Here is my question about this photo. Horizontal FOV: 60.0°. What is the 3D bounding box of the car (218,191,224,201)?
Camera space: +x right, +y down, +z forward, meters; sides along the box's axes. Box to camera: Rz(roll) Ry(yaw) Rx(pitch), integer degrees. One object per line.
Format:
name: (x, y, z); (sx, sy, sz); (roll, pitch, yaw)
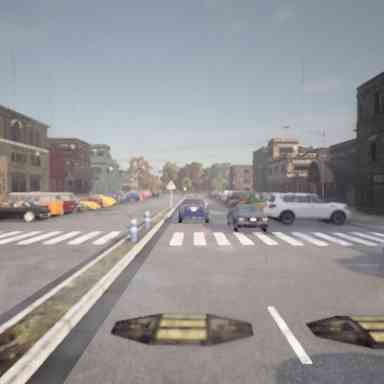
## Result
car: (7.711, 0.827, 55.551); (5.566, 2.045, 2.435); (0, 0, 0)

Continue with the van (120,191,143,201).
van: (-12.387, 0.769, 68.123); (4.442, 1.987, 1.878); (0, 0, 0)

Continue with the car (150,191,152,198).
car: (-12.484, 1.000, 79.114); (4.674, 1.452, 2.002); (0, 0, 0)

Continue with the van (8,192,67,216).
van: (-12.685, 1.046, 26.437); (4.442, 1.987, 1.878); (0, 0, 0)

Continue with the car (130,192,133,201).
car: (-12.522, 1.105, 54.230); (4.674, 1.452, 2.002); (0, 0, 0)

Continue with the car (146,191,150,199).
car: (-12.471, 0.733, 70.900); (5.566, 2.045, 2.435); (0, 0, 0)

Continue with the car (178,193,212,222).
car: (0.118, 1.195, 24.428); (2.097, 1.767, 4.553); (0, 1, 0)

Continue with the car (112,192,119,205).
car: (-12.538, 1.142, 43.115); (5.008, 1.535, 2.097); (0, 0, 0)

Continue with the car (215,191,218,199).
car: (7.684, 1.018, 66.581); (4.892, 1.521, 2.231); (0, 0, 0)

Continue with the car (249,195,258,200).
car: (7.656, 1.294, 27.854); (5.008, 1.535, 2.097); (0, 0, 0)

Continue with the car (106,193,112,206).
car: (-12.578, 1.038, 40.333); (4.553, 1.767, 2.185); (0, 0, 0)

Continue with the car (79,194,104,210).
car: (-12.370, 1.205, 34.776); (5.366, 1.575, 1.946); (0, 0, 0)

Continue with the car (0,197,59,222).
car: (-12.566, 1.294, 23.658); (4.892, 1.521, 2.231); (0, 0, 0)

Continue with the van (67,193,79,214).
van: (-12.680, 1.025, 29.216); (4.442, 1.987, 1.878); (0, 0, 0)

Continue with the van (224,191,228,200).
van: (7.797, 0.871, 52.793); (4.442, 1.987, 1.878); (0, 0, 0)

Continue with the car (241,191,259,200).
car: (7.692, 1.020, 30.734); (5.566, 2.045, 2.435); (0, 1, 0)

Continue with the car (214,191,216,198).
car: (7.878, 1.002, 69.337); (5.366, 1.575, 1.946); (0, 0, 0)

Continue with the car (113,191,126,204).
car: (-12.502, 0.975, 48.669); (4.553, 1.767, 2.185); (0, 0, 0)

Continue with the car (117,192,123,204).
car: (-12.544, 1.122, 45.892); (4.892, 1.521, 2.231); (0, 0, 0)

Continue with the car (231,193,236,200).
car: (7.669, 1.218, 41.767); (4.674, 1.452, 2.002); (0, 0, 0)

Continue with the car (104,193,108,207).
car: (-12.545, 1.185, 37.555); (5.008, 1.535, 2.097); (0, 0, 0)

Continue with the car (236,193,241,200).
car: (7.673, 1.224, 36.252); (5.008, 1.535, 2.097); (0, 0, 0)

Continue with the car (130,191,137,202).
car: (-12.515, 1.050, 57.008); (4.892, 1.521, 2.231); (0, 0, 0)

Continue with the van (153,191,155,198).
van: (-12.361, 0.722, 84.795); (4.442, 1.987, 1.878); (0, 0, 0)

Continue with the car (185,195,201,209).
car: (0.130, 1.183, 40.986); (1.882, 1.535, 5.008); (0, 0, 0)

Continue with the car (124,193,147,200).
car: (-12.488, 0.976, 73.682); (4.892, 1.521, 2.231); (0, 0, 0)

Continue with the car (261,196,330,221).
car: (7.690, 1.191, 25.096); (4.553, 1.767, 2.185); (0, 0, 0)

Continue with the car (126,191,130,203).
car: (-12.498, 0.957, 51.449); (4.553, 1.767, 2.185); (0, 0, 0)

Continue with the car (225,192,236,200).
car: (7.489, 1.154, 44.524); (5.366, 1.575, 1.946); (0, 0, 0)

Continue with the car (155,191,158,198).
car: (-12.502, 0.694, 87.576); (5.566, 2.045, 2.435); (0, 0, 0)

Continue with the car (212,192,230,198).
car: (7.676, 0.822, 88.636); (4.553, 1.767, 2.185); (0, 0, 0)

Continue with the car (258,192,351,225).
car: (7.686, 1.086, 22.460); (5.566, 2.045, 2.435); (0, 0, 0)

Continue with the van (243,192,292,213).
van: (7.549, 1.022, 33.492); (4.442, 1.987, 1.878); (0, 0, 0)

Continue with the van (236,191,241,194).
van: (7.787, 0.975, 39.008); (4.442, 1.987, 1.878); (0, 0, 0)

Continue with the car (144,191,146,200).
car: (-12.322, 1.004, 65.344); (5.366, 1.575, 1.946); (0, 0, 0)

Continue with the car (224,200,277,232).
car: (3.117, 1.428, 19.345); (2.033, 1.411, 5.357); (0, 0, 0)

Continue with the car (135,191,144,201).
car: (-12.484, 0.768, 62.565); (5.566, 2.045, 2.435); (0, 0, 0)

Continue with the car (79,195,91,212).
car: (-12.562, 1.270, 31.997); (4.674, 1.452, 2.002); (0, 0, 0)
